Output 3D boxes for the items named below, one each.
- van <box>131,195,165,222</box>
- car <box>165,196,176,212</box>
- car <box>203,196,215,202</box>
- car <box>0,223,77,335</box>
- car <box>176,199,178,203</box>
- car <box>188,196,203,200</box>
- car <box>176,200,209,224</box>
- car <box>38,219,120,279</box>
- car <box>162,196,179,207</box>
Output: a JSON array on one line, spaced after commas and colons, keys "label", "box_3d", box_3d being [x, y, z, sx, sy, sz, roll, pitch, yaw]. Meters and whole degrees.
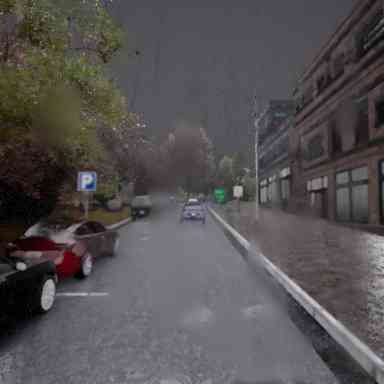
[{"label": "van", "box_3d": [-3.635, 1.282, 27.025, 1.878, 1.987, 4.442, 1, 0, 2]}, {"label": "car", "box_3d": [-3.416, 1.484, 38.278, 2.231, 1.521, 4.892, 0, 0, 2]}, {"label": "car", "box_3d": [3.388, 1.523, 71.240, 2.231, 1.521, 4.892, -2, -1, 29]}, {"label": "car", "box_3d": [-3.646, 1.490, 4.613, 2.097, 1.535, 5.008, 0, 0, 2]}, {"label": "car", "box_3d": [-3.417, 1.331, 43.987, 2.185, 1.767, 4.553, -1, 1, 2]}, {"label": "car", "box_3d": [0.179, 1.489, 42.881, 1.812, 1.442, 4.674, 0, 0, 2]}, {"label": "car", "box_3d": [0.089, 1.579, 25.228, 2.033, 1.411, 5.357, 0, 0, 0]}, {"label": "car", "box_3d": [-3.650, 1.531, 10.220, 2.163, 1.488, 4.792, 0, 0, 2]}, {"label": "car", "box_3d": [-3.177, 1.434, 49.689, 2.097, 1.535, 5.008, 0, 0, 2]}]
